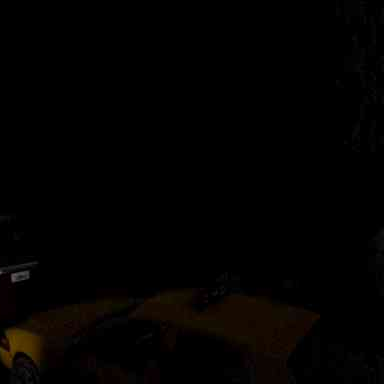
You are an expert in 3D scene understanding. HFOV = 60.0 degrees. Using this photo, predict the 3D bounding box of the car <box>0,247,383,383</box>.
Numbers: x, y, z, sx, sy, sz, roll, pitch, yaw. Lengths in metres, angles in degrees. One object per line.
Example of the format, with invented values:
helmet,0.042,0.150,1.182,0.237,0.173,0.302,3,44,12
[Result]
car,-0.038,1.525,3.100,4.829,1.417,1.752,0,1,36

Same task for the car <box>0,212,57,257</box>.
car,-4.445,1.313,6.247,5.009,1.841,2.192,0,1,36
